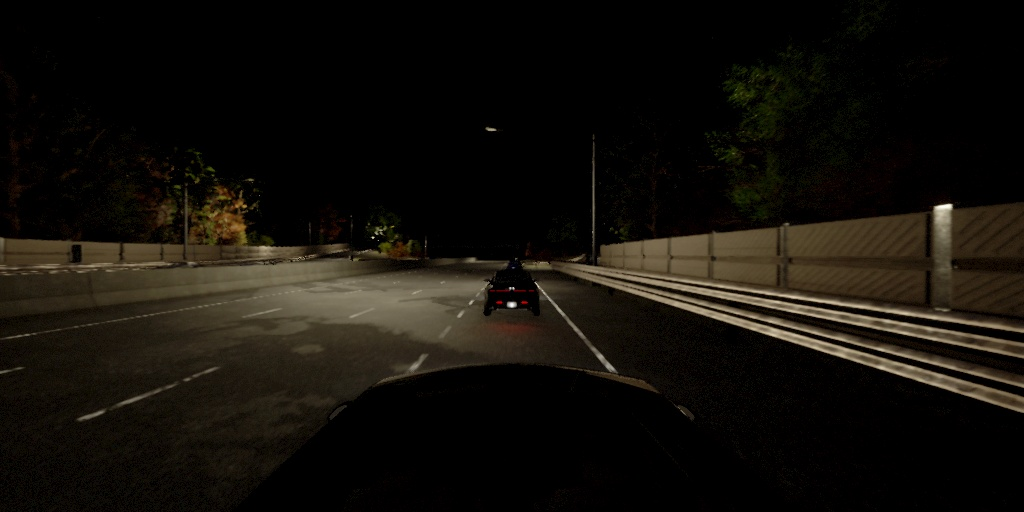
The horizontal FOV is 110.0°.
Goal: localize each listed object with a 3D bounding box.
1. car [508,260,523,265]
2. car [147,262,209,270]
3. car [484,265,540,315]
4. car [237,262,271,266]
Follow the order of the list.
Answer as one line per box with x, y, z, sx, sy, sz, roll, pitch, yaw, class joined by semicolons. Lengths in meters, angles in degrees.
0.418;1.292;46.109;1.812;1.442;4.674;0;0;5;car
-28.055;1.248;30.185;2.128;1.511;4.902;0;0;1;car
-0.004;1.256;13.464;1.837;1.490;4.892;0;0;0;car
-21.064;1.249;29.014;2.128;1.511;4.902;0;0;0;car
